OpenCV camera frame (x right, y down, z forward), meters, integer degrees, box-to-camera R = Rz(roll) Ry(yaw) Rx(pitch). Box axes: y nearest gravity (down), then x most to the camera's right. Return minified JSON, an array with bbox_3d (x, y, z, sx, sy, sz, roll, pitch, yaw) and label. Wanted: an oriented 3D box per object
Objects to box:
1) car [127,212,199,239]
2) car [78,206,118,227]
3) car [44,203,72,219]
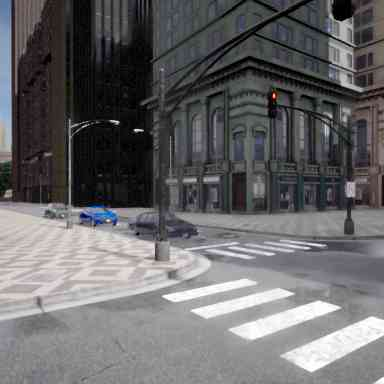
[{"bbox_3d":[-1.839,1.817,18.695,2.033,1.411,5.357,0,-1,-35],"label":"car"},{"bbox_3d":[-7.680,1.923,26.953,1.882,1.535,5.008,0,-1,-35],"label":"car"},{"bbox_3d":[-15.109,2.024,37.468,2.097,1.767,4.553,0,-1,-35],"label":"car"}]
